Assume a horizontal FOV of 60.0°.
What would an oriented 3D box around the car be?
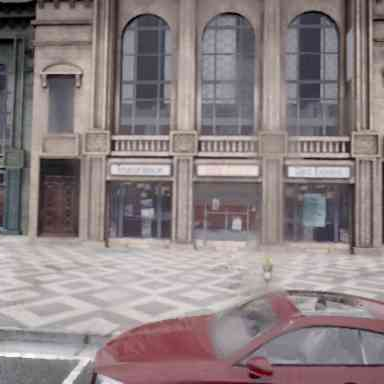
[{"bbox_3d":[1.082,1.745,3.453,4.206,1.307,1.802,1,-2,3],"label":"car"}]
